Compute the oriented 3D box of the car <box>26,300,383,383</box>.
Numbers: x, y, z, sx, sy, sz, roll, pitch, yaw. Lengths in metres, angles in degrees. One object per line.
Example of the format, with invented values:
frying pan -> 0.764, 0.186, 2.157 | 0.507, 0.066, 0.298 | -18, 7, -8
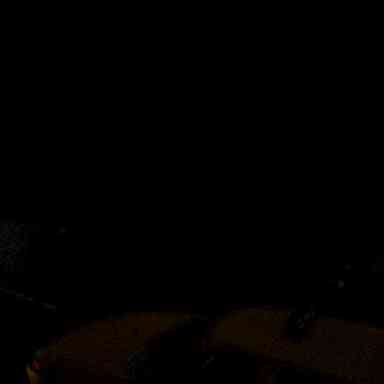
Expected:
car -> 0.572, 1.521, 2.553 | 4.829, 1.417, 1.752 | 0, 0, 36
